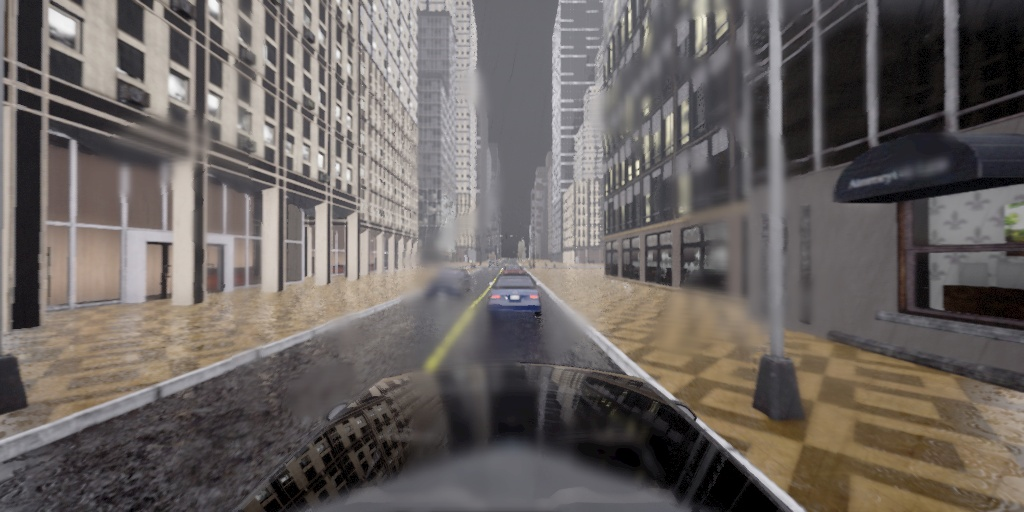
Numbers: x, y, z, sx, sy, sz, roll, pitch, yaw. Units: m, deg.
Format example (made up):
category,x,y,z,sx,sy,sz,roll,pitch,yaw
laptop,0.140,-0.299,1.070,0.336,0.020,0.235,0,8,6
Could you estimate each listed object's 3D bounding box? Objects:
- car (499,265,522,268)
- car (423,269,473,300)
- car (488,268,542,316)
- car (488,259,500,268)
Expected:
category,x,y,z,sx,sy,sz,roll,pitch,yaw
car,0.095,1.470,32.044,1.895,1.301,4.718,0,0,0
car,-3.099,1.364,18.558,2.033,1.411,5.357,0,0,0
car,0.095,1.345,13.636,2.033,1.411,5.357,0,0,0
car,-3.004,1.169,60.121,2.033,1.411,5.357,0,0,0
